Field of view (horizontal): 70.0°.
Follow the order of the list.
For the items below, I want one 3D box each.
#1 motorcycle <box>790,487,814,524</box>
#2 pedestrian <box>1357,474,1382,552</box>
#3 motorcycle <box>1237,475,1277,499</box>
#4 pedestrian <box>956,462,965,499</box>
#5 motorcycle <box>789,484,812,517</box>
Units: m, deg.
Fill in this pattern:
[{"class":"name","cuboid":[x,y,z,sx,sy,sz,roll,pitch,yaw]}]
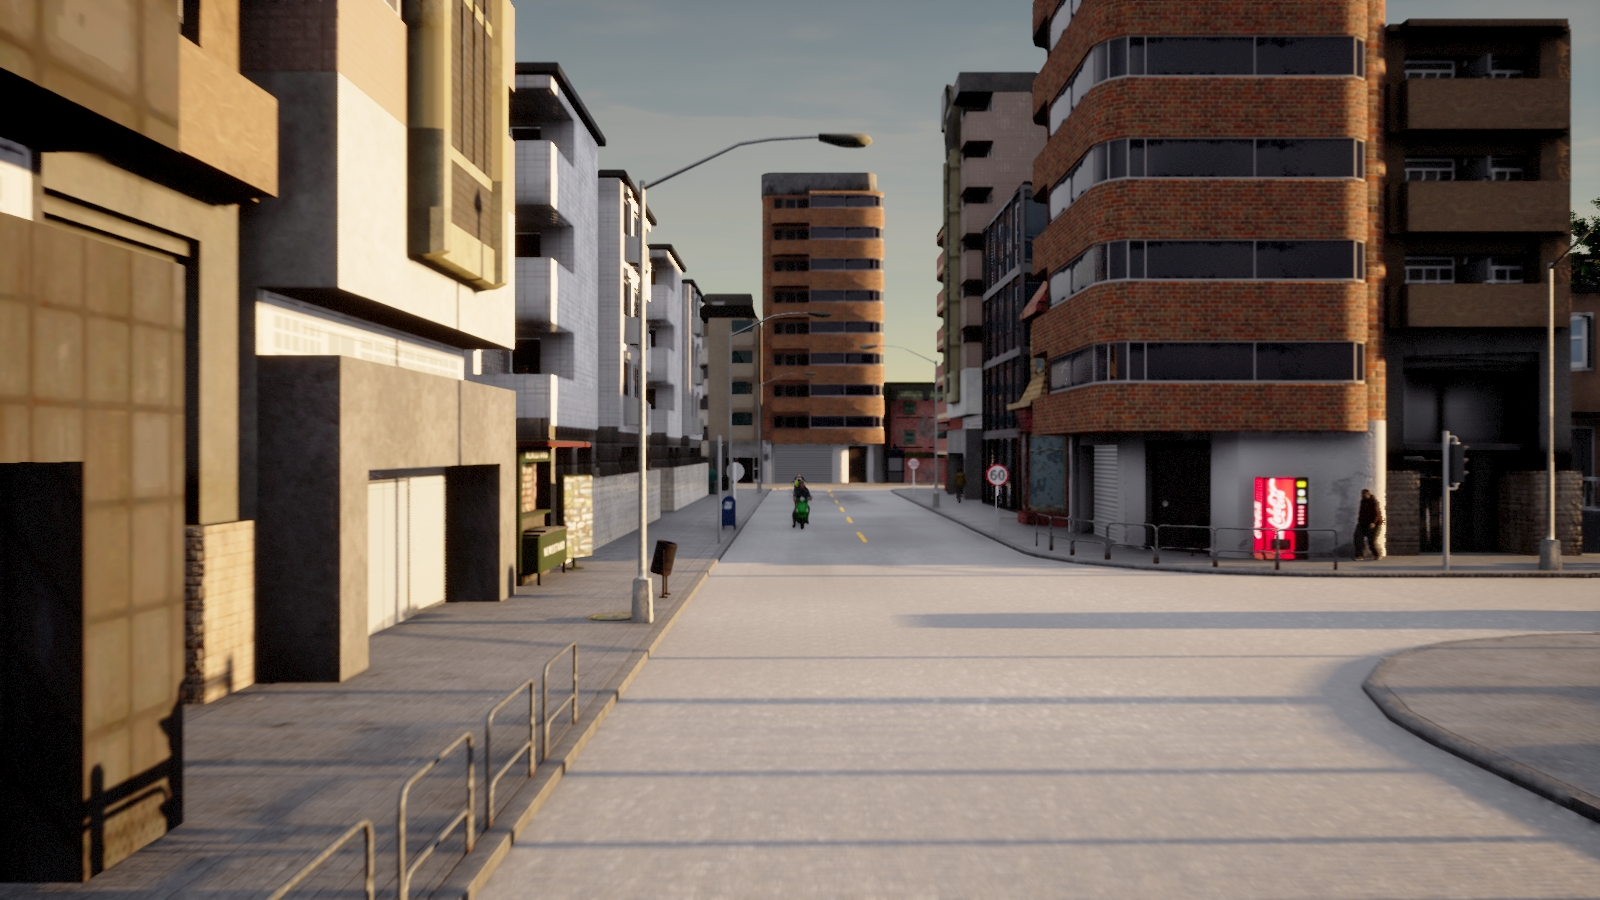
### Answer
[{"class":"motorcycle","cuboid":[0.067,1.962,40.926,0.856,1.236,1.805,0,0,0]},{"class":"pedestrian","cuboid":[13.739,1.516,27.567,0.375,1.860,0.375,0,0,-18]},{"class":"motorcycle","cuboid":[24.400,1.962,60.985,1.805,1.236,0.856,0,0,2]},{"class":"pedestrian","cuboid":[7.994,1.523,56.953,0.375,1.860,0.375,0,0,-7]},{"class":"motorcycle","cuboid":[0.023,1.961,44.792,0.856,1.236,1.805,0,-1,0]}]
